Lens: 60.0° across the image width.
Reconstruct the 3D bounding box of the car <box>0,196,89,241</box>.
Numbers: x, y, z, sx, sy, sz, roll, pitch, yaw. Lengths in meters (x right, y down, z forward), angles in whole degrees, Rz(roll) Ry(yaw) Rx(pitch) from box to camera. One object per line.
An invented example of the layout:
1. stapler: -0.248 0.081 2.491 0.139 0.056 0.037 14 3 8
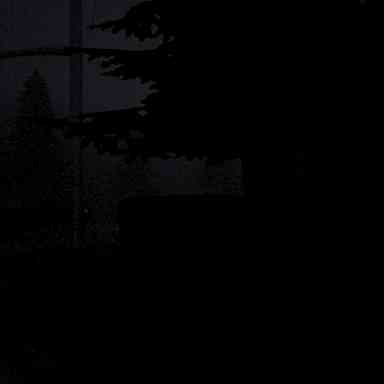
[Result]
1. car: -8.045 1.210 17.219 2.150 2.045 5.566 0 -1 36
